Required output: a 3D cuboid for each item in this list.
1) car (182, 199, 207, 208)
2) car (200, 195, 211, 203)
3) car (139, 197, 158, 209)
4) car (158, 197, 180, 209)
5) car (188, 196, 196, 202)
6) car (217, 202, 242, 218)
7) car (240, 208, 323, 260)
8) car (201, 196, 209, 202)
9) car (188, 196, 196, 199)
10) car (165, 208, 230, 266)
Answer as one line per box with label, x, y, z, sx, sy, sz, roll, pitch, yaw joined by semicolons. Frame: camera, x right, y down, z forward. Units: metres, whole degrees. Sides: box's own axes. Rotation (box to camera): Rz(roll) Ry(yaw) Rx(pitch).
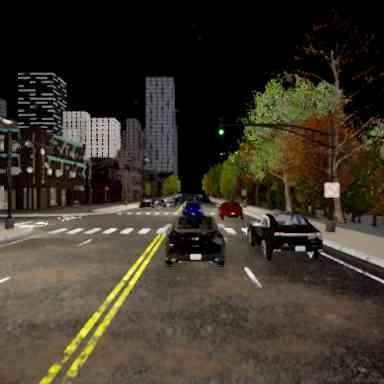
car;0.106;1.645;29.061;1.812;1.442;4.674;0;0;0
car;3.259;1.843;75.074;1.994;1.385;4.181;0;0;0
car;-6.575;1.762;49.287;1.994;1.385;4.181;0;0;0
car;-3.325;1.689;49.323;2.128;1.511;4.902;0;0;0
car;0.011;1.692;85.078;1.812;1.442;4.674;0;0;0
car;3.354;1.599;29.612;1.882;1.535;5.008;0;0;0
car;3.353;1.544;12.694;2.128;1.511;4.902;0;0;0
car;3.261;1.668;85.078;1.837;1.490;4.892;0;0;0
car;0.008;1.813;74.658;2.128;1.511;4.902;0;0;0
car;0.102;1.555;11.719;1.837;1.490;4.892;0;0;0
